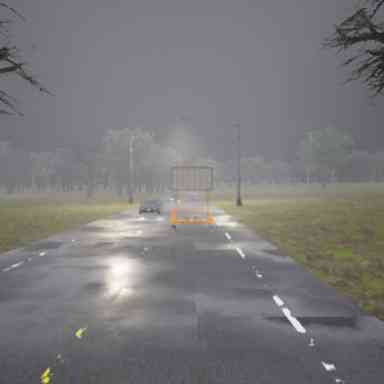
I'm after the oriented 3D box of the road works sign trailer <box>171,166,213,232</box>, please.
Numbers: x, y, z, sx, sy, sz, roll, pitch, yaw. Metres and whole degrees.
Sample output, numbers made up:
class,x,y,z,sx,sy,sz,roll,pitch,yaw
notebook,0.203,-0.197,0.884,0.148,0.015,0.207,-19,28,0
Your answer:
class,x,y,z,sx,sy,sz,roll,pitch,yaw
road works sign trailer,0.003,0.326,19.002,2.380,3.560,2.880,0,1,0

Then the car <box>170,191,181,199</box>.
class,x,y,z,sx,sy,sz,roll,pitch,yaw
car,-3.490,0.634,70.834,1.837,1.490,4.892,0,1,0

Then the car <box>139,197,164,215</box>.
class,x,y,z,sx,sy,sz,roll,pitch,yaw
car,-3.591,1.248,29.934,1.837,1.490,4.892,0,1,0
